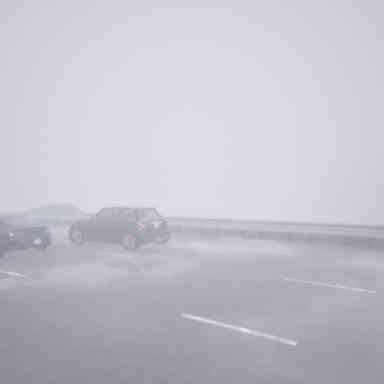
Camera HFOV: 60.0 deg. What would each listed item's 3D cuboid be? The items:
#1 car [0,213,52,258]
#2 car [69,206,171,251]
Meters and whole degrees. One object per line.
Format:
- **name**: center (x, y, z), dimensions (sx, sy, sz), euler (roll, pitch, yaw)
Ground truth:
- **car**: center (-7.327, 1.550, 12.741), dimensions (4.674, 1.442, 1.812), euler (0, 0, 31)
- **car**: center (-3.183, 1.363, 14.282), dimensions (4.553, 1.767, 2.097), euler (0, 0, 33)
